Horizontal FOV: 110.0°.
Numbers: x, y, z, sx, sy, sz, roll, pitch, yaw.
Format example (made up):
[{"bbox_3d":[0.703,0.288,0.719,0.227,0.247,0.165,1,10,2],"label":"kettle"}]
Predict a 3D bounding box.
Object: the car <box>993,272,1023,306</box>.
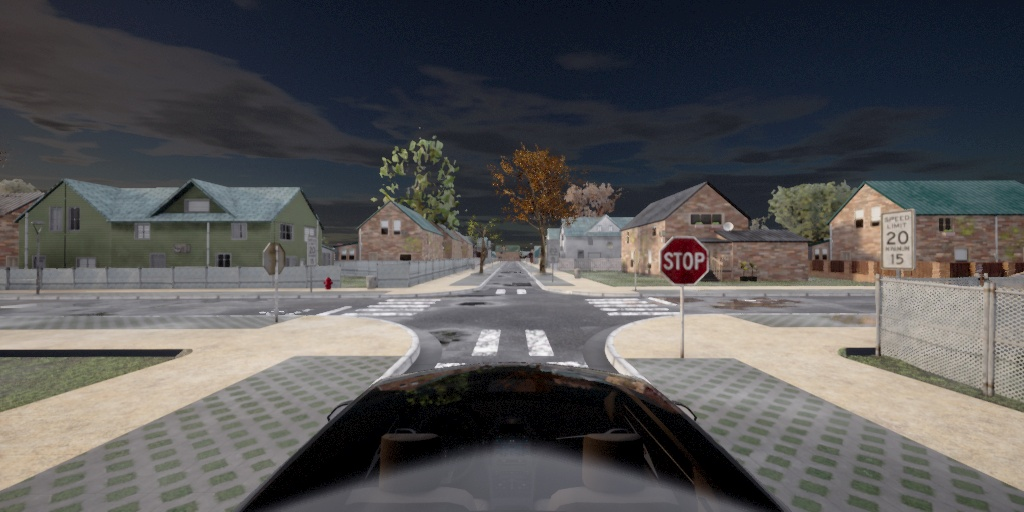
[{"bbox_3d":[20.364,1.122,12.697,5.008,1.535,1.882,0,0,1],"label":"car"}]
